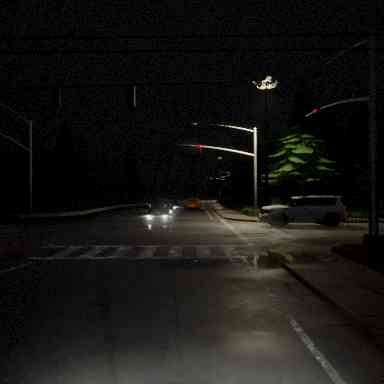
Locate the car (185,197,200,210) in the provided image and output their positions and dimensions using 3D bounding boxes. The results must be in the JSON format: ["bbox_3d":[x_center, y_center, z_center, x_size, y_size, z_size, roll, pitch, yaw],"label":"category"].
[{"bbox_3d":[0.059,1.592,45.213,1.882,1.535,5.008,0,0,0],"label":"car"}]

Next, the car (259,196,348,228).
[{"bbox_3d":[7.343,1.268,22.116,5.566,2.045,2.150,0,0,1],"label":"car"}]

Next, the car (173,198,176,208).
[{"bbox_3d":[-3.598,1.641,46.562,1.837,1.490,4.892,0,0,0],"label":"car"}]

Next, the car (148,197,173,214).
[{"bbox_3d":[-3.612,1.464,36.691,2.097,1.767,4.553,0,0,0],"label":"car"}]

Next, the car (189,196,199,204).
[{"bbox_3d":[0.464,1.699,70.796,1.812,1.442,4.674,0,0,2],"label":"car"}]

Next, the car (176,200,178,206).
[{"bbox_3d":[-3.508,1.724,56.641,1.994,1.385,4.181,0,0,1],"label":"car"}]
